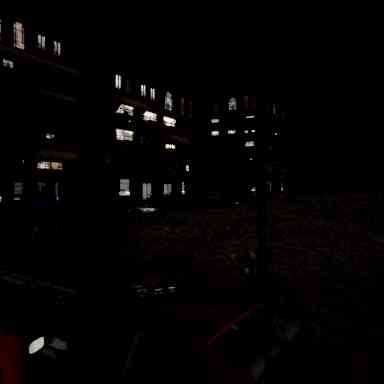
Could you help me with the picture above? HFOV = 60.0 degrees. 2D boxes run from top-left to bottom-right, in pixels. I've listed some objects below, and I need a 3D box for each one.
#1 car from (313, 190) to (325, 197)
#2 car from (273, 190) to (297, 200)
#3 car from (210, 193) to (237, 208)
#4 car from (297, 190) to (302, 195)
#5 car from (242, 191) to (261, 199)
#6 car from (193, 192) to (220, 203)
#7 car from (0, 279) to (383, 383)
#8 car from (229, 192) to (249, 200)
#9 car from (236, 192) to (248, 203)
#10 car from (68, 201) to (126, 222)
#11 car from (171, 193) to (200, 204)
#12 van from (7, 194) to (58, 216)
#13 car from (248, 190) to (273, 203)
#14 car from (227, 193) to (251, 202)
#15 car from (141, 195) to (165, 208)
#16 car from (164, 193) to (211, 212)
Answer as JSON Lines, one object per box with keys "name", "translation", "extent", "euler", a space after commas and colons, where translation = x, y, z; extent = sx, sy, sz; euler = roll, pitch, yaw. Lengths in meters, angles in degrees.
{"name": "car", "translation": [28.898, 0.259, 75.639], "extent": [1.882, 1.535, 5.008], "euler": [1, 1, 35]}
{"name": "car", "translation": [15.619, 0.676, 55.899], "extent": [1.752, 1.417, 4.829], "euler": [2, 2, 35]}
{"name": "car", "translation": [2.824, 1.051, 37.456], "extent": [2.008, 1.369, 4.403], "euler": [2, 2, 35]}
{"name": "car", "translation": [27.682, 0.116, 87.990], "extent": [1.887, 1.381, 4.507], "euler": [2, 2, 35]}
{"name": "car", "translation": [11.714, 0.526, 64.971], "extent": [1.752, 1.417, 4.829], "euler": [2, 2, 35]}
{"name": "car", "translation": [2.288, 0.808, 51.384], "extent": [2.008, 1.369, 4.403], "euler": [2, 2, 35]}
{"name": "car", "translation": [-0.313, 1.544, 3.089], "extent": [4.507, 1.381, 1.887], "euler": [0, 0, 36]}
{"name": "car", "translation": [8.636, 0.650, 60.536], "extent": [1.947, 1.339, 4.313], "euler": [2, 2, 35]}
{"name": "car", "translation": [5.449, 0.825, 45.824], "extent": [1.882, 1.535, 5.008], "euler": [1, 1, 35]}
{"name": "car", "translation": [-6.698, 1.329, 23.730], "extent": [1.947, 1.339, 4.313], "euler": [2, 2, 35]}
{"name": "car", "translation": [-0.886, 0.910, 46.809], "extent": [1.947, 1.339, 4.313], "euler": [2, 2, 35]}
{"name": "van", "translation": [-13.581, 1.035, 28.500], "extent": [1.690, 1.788, 3.998], "euler": [2, 2, 35]}
{"name": "car", "translation": [9.173, 0.877, 46.608], "extent": [2.008, 1.369, 4.403], "euler": [2, 2, 35]}
{"name": "car", "translation": [7.776, 0.811, 54.596], "extent": [1.895, 1.301, 4.718], "euler": [1, 1, 35]}
{"name": "car", "translation": [-3.478, 1.042, 38.541], "extent": [2.033, 1.411, 5.357], "euler": [1, 1, 35]}
{"name": "car", "translation": [-0.350, 1.132, 32.880], "extent": [1.887, 1.381, 4.507], "euler": [2, 2, 35]}
